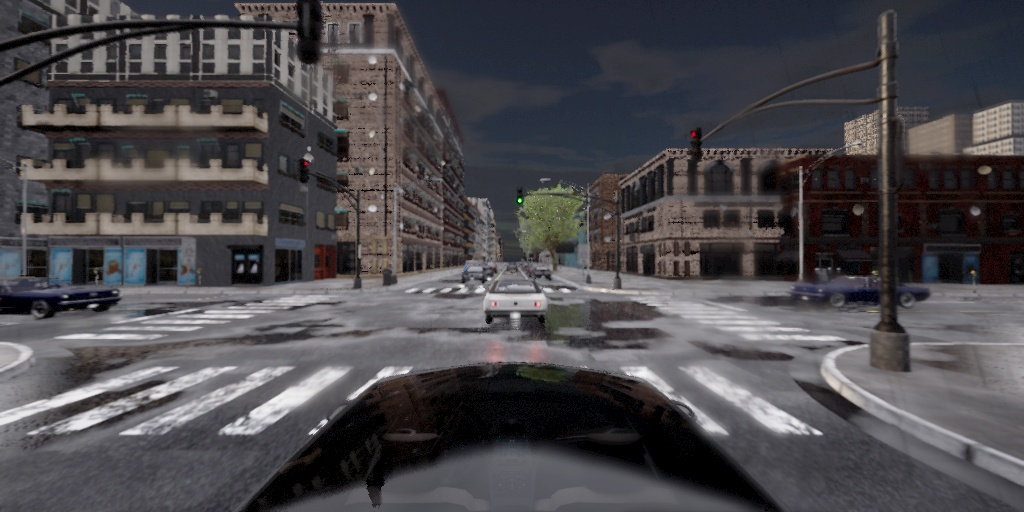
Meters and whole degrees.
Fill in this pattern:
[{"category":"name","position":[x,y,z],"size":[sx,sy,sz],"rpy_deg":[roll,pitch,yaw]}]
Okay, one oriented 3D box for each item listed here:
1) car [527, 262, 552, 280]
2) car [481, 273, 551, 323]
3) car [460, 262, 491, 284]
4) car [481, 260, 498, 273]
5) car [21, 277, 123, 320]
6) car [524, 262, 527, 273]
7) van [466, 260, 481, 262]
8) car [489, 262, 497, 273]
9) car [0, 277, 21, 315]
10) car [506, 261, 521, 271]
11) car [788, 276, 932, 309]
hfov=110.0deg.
[{"category":"car","position":[2.698,1.566,33.343],"size":[2.007,1.370,4.403],"rpy_deg":[0,0,0]},{"category":"car","position":[0.103,1.435,12.561],"size":[1.895,1.301,4.718],"rpy_deg":[0,0,0]},{"category":"car","position":[-3.087,1.512,30.215],"size":[1.812,1.442,4.674],"rpy_deg":[0,-1,0]},{"category":"car","position":[-3.057,1.653,50.885],"size":[1.882,1.535,5.008],"rpy_deg":[0,-1,1]},{"category":"car","position":[-16.425,1.379,12.210],"size":[4.718,1.301,1.895],"rpy_deg":[0,0,0]},{"category":"car","position":[2.700,1.507,39.040],"size":[1.967,1.591,4.097],"rpy_deg":[0,0,0]},{"category":"van","position":[-5.679,1.511,50.436],"size":[1.690,1.789,3.998],"rpy_deg":[0,0,0]},{"category":"car","position":[-3.073,1.641,40.190],"size":[1.994,1.385,4.181],"rpy_deg":[0,-1,0]},{"category":"car","position":[-17.274,1.071,9.630],"size":[5.009,1.841,2.192],"rpy_deg":[0,0,0]},{"category":"car","position":[0.014,1.751,59.705],"size":[2.128,1.511,4.902],"rpy_deg":[0,-1,0]},{"category":"car","position":[14.952,1.530,15.645],"size":[4.718,1.301,1.895],"rpy_deg":[0,0,0]}]
